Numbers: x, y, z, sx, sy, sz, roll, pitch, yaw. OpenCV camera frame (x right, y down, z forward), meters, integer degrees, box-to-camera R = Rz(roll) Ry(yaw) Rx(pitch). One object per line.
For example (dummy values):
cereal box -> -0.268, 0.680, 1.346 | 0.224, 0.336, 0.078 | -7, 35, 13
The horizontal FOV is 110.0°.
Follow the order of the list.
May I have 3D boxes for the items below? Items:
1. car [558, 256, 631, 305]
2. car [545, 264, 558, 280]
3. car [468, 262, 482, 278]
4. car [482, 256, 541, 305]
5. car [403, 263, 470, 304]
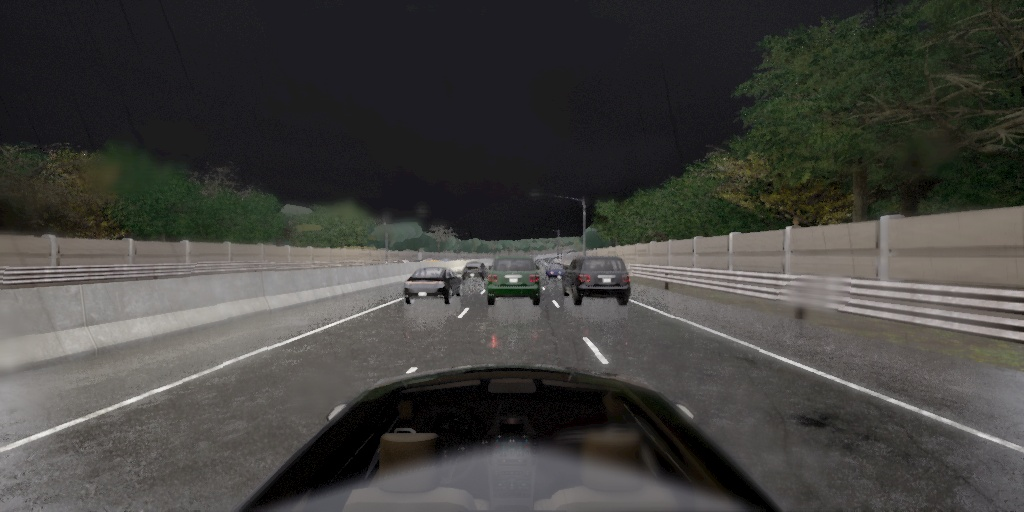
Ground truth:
car -> 3.591, 1.010, 16.116 | 2.150, 2.045, 5.566 | 0, 0, 1
car -> 3.870, 1.380, 30.968 | 1.895, 1.301, 4.718 | 0, 0, 1
car -> -3.128, 1.275, 31.114 | 1.837, 1.490, 4.892 | 0, 0, 1
car -> 0.092, 1.009, 16.160 | 2.150, 2.045, 5.566 | 0, 0, 1
car -> -3.409, 1.245, 16.175 | 2.128, 1.511, 4.902 | 0, 0, 1
